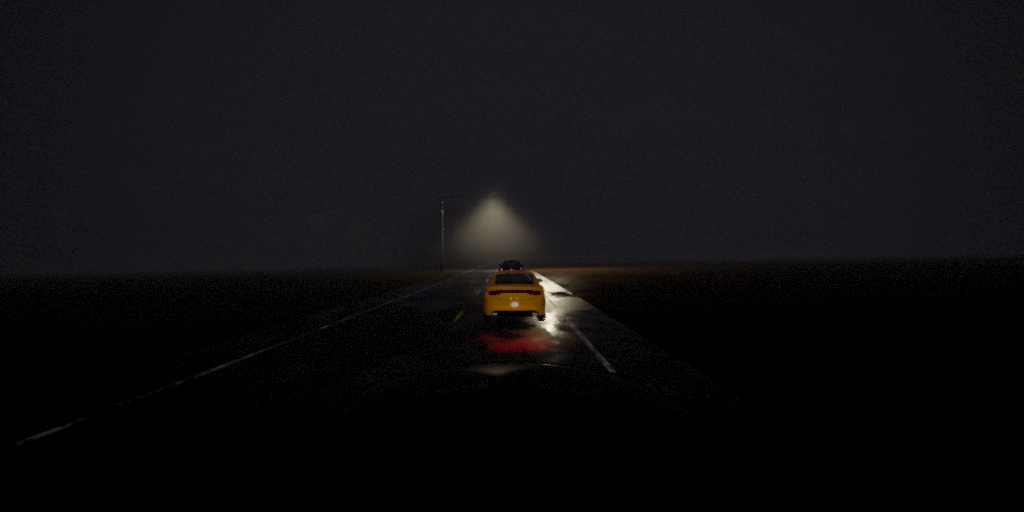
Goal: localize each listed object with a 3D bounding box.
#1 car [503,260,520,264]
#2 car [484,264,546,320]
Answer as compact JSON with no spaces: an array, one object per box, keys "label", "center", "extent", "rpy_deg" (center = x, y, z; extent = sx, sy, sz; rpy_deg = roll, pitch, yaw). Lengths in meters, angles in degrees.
[{"label":"car","center":[-0.064,1.116,30.739],"extent":[2.097,1.767,4.553],"rpy_deg":[0,0,-1]},{"label":"car","center":[0.070,1.231,12.678],"extent":[1.882,1.535,5.008],"rpy_deg":[0,0,0]}]
